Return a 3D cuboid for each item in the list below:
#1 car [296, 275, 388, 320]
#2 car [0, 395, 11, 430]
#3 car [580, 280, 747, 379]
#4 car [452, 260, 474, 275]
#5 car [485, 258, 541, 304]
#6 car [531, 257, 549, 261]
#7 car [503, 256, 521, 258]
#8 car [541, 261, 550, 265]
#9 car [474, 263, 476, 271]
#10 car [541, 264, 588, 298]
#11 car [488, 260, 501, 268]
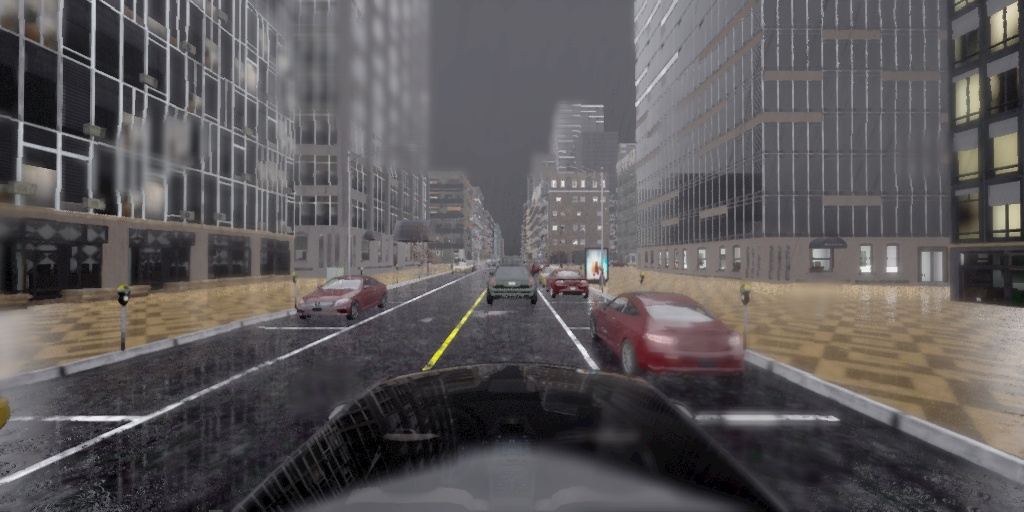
[{"bbox_3d":[-5.690,1.332,12.551,1.802,1.307,4.207,0,0,0],"label":"car"},{"bbox_3d":[-5.690,1.273,1.262,1.751,1.417,4.829,0,0,0],"label":"car"},{"bbox_3d":[2.691,1.331,6.992,1.802,1.307,4.207,0,0,0],"label":"car"},{"bbox_3d":[-5.690,1.282,40.180,1.751,1.417,4.829,0,0,0],"label":"car"},{"bbox_3d":[0.000,1.118,16.470,2.097,1.767,4.553,0,0,0],"label":"car"},{"bbox_3d":[2.691,1.070,34.788,2.192,1.841,5.009,0,0,0],"label":"car"},{"bbox_3d":[0.000,1.013,31.531,2.150,2.045,5.566,0,0,0],"label":"car"},{"bbox_3d":[2.691,1.278,23.840,1.751,1.417,4.829,0,0,0],"label":"car"},{"bbox_3d":[-5.689,1.198,45.909,1.967,1.591,4.097,0,0,0],"label":"car"},{"bbox_3d":[2.691,1.296,18.111,1.888,1.381,4.507,0,0,0],"label":"car"},{"bbox_3d":[-3.000,1.364,62.501,1.994,1.385,4.181,0,0,0],"label":"car"}]
